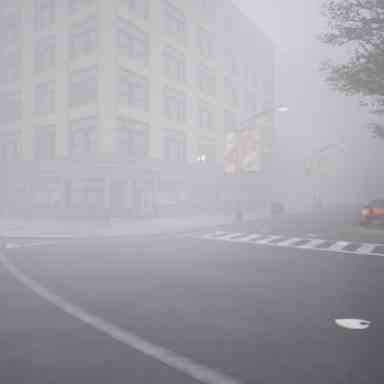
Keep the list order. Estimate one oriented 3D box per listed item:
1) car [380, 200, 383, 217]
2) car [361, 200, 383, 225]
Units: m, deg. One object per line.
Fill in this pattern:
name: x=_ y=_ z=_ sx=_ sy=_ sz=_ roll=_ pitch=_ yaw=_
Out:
car: x=18.841 y=1.525 z=31.083 sx=1.812 sy=1.442 sz=4.674 roll=0 pitch=0 yaw=35
car: x=13.159 y=1.351 z=23.080 sx=2.097 sy=1.767 sz=4.553 roll=0 pitch=0 yaw=35
